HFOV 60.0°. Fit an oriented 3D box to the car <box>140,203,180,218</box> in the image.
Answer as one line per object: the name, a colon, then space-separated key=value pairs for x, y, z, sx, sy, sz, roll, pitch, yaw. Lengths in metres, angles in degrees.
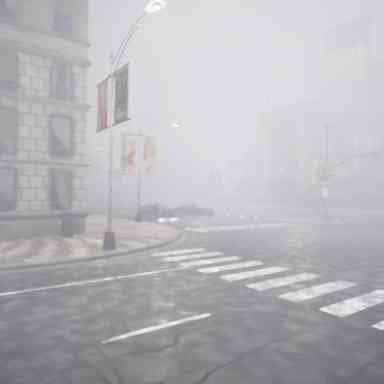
car: x=-3.447 y=1.772 z=32.758 sx=1.994 sy=1.385 sz=4.181 roll=1 pitch=-1 yaw=-36

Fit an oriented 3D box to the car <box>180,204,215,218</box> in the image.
car: x=0.213 y=1.855 z=33.659 sx=1.895 sy=1.301 sz=4.718 roll=1 pitch=-1 yaw=-36
